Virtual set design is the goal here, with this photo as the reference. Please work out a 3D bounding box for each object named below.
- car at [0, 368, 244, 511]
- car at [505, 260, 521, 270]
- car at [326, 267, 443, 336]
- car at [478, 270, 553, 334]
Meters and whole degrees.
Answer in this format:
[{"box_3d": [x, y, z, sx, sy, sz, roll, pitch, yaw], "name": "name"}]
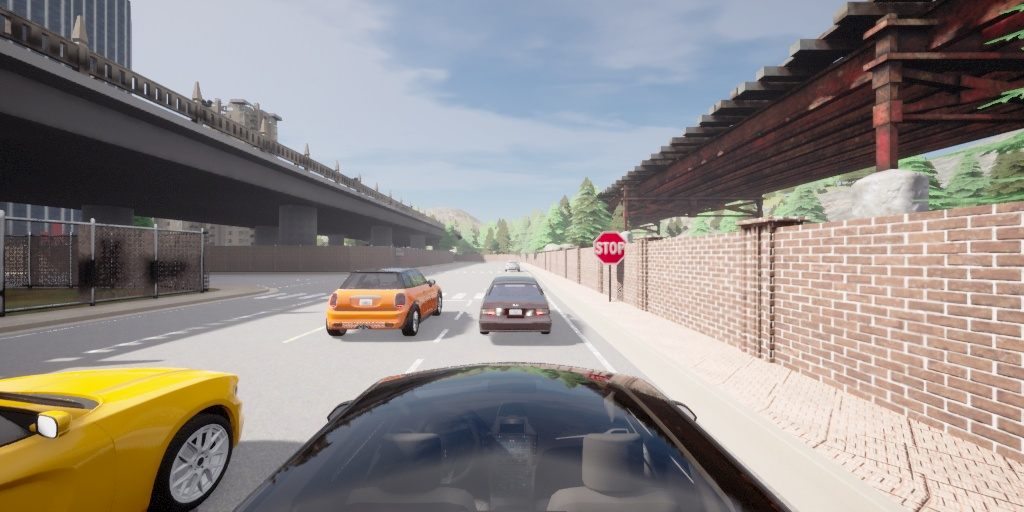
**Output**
[{"box_3d": [-3.398, 1.228, 1.257, 1.882, 1.535, 5.008, 0, 0, 0], "name": "car"}, {"box_3d": [0.068, 1.276, 46.370, 1.812, 1.442, 4.674, 0, 0, -1], "name": "car"}, {"box_3d": [-3.423, 1.102, 10.515, 2.097, 1.767, 4.553, 0, 0, 0], "name": "car"}, {"box_3d": [0.078, 1.297, 10.537, 2.033, 1.411, 5.357, 0, 0, 0], "name": "car"}]
